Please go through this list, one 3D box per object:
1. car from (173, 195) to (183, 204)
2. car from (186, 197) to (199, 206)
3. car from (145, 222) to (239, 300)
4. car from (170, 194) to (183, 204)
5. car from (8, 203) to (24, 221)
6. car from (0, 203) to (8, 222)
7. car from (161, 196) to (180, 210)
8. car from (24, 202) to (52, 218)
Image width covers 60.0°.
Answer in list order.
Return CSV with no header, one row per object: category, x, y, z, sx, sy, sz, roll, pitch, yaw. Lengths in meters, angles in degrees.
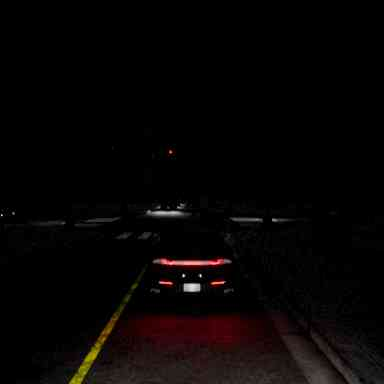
car,-2.836,1.501,51.327,2.033,1.411,5.357,0,0,0
car,0.122,1.478,52.419,1.812,1.442,4.674,0,0,0
car,0.003,1.490,8.362,2.128,1.511,4.902,0,0,0
car,-2.803,1.291,61.747,2.097,1.767,4.553,0,0,0
car,-15.680,1.206,24.055,5.566,2.045,2.150,0,0,0
car,-14.766,1.537,21.514,4.313,1.339,1.947,0,0,0
car,-2.840,1.570,41.665,1.895,1.301,4.718,0,0,0
car,-14.759,1.576,29.540,4.313,1.339,1.947,0,0,0
